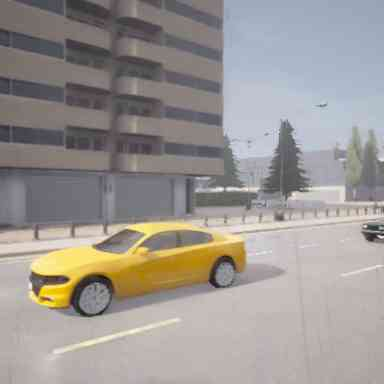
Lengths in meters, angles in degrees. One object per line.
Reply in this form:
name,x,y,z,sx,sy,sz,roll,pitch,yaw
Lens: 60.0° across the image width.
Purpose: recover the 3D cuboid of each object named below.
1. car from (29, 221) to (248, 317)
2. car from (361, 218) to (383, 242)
car,-0.949,1.468,7.611,5.008,1.535,1.882,0,0,-35
car,9.743,1.581,15.189,4.718,1.301,1.895,0,0,-35
